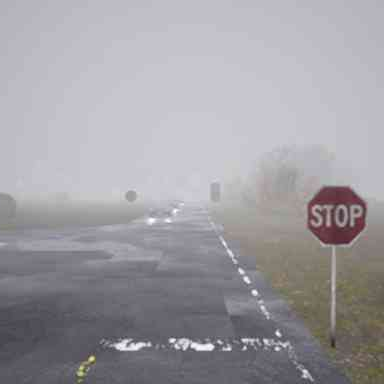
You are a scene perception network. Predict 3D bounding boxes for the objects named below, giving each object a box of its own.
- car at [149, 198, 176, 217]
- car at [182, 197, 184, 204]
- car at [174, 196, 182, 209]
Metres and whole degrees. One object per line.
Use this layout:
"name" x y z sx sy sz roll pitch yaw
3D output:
"car" -2.781 1.499 30.709 1.812 1.442 4.674 0 0 0
"car" -2.615 1.454 64.632 1.882 1.535 5.008 0 0 0
"car" -2.749 1.533 43.405 1.994 1.385 4.181 0 0 0
